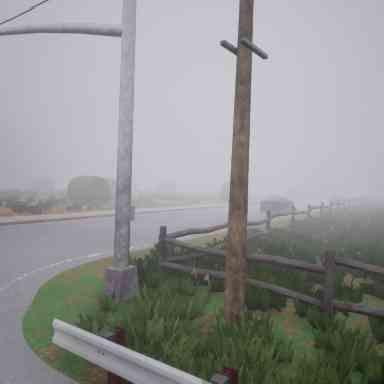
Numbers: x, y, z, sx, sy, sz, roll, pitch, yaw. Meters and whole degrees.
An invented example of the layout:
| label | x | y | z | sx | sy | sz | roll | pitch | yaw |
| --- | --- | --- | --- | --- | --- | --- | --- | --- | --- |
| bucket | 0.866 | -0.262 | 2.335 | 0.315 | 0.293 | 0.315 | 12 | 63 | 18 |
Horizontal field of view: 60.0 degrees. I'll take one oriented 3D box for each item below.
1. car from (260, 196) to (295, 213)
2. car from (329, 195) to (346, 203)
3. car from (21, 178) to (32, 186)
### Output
| label | x | y | z | sx | sy | sz | roll | pitch | yaw |
| --- | --- | --- | --- | --- | --- | --- | --- | --- | --- |
| car | 7.781 | 1.101 | 29.924 | 1.882 | 1.535 | 5.008 | 3 | 2 | 33 |
| car | 23.947 | 1.175 | 54.644 | 1.895 | 1.301 | 4.718 | 3 | 2 | 33 |
| car | -39.104 | -2.271 | 79.196 | 1.905 | 1.878 | 3.866 | 8 | 2 | -13 |
